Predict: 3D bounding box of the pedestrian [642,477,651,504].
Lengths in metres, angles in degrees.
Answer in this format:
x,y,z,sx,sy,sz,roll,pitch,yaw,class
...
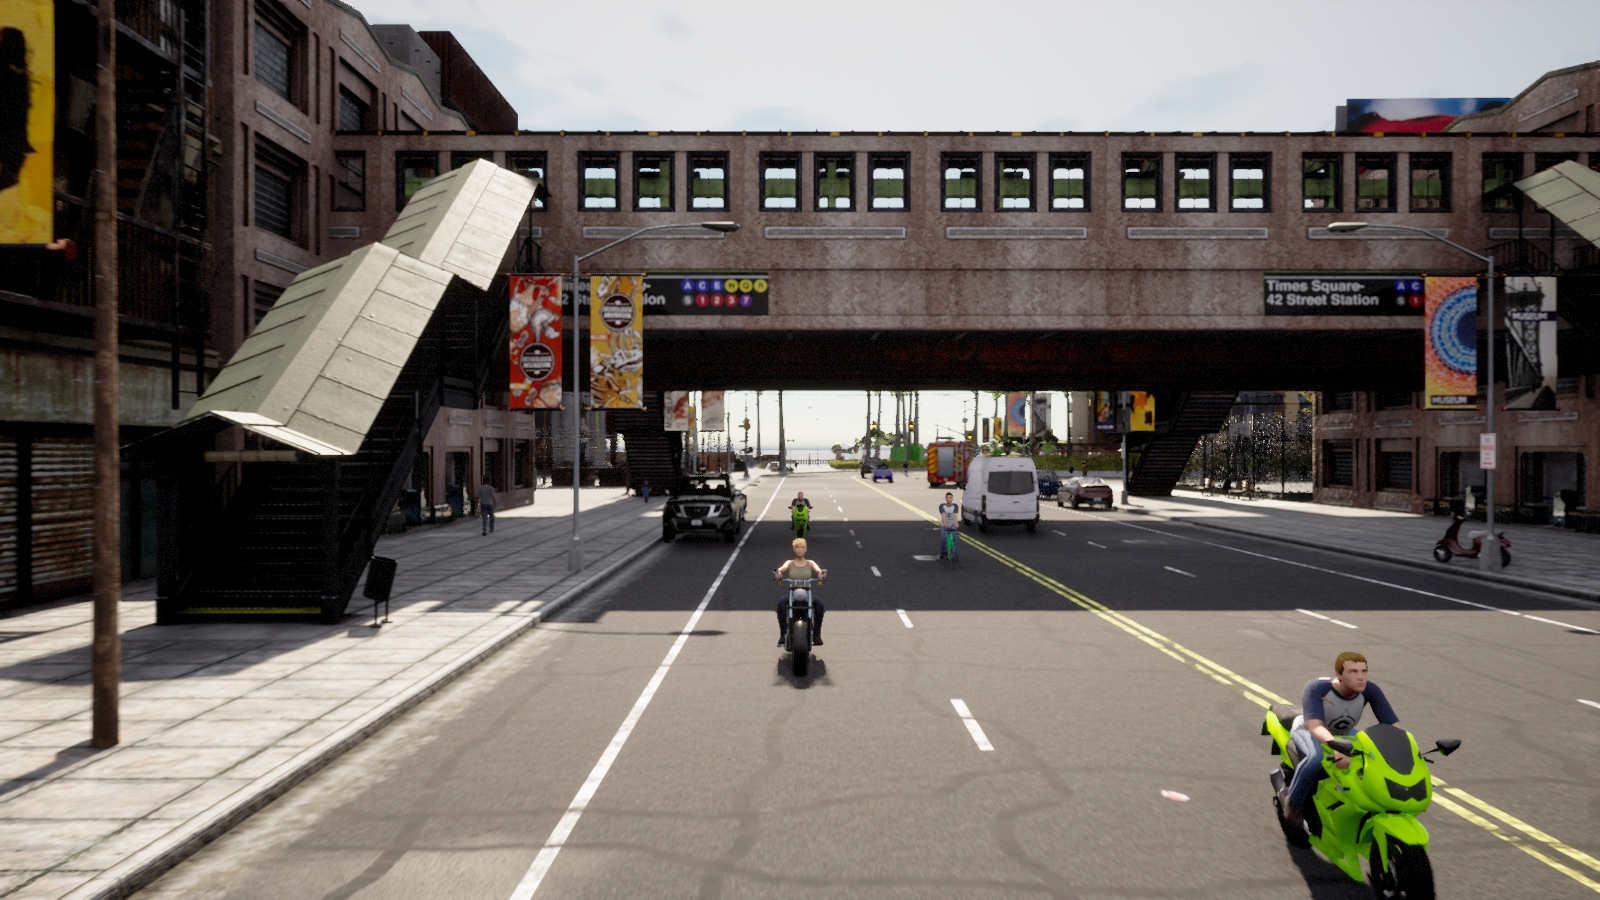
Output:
x,y,z,sx,sy,sz,roll,pitch,yaw,class
-7.505,1.976,55.792,0.375,1.300,0.375,0,0,6,pedestrian

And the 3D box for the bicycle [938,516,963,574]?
x,y,z,sx,sy,sz,roll,pitch,yaw,class
3.507,2.206,26.764,0.373,1.196,1.643,0,0,0,bicycle

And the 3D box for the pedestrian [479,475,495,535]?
x,y,z,sx,sy,sz,roll,pitch,yaw,class
-9.666,1.697,35.298,0.375,1.860,0.375,0,0,-1,pedestrian

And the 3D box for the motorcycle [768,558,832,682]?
x,y,z,sx,sy,sz,roll,pitch,yaw,class
0.000,2.170,15.001,0.764,1.277,2.356,0,0,0,motorcycle

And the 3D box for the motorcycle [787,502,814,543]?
x,y,z,sx,sy,sz,roll,pitch,yaw,class
0.016,2.213,35.143,0.803,1.145,2.033,0,0,0,motorcycle

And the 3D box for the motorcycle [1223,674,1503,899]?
x,y,z,sx,sy,sz,roll,pitch,yaw,class
3.501,2.213,7.356,0.803,1.145,2.033,0,0,0,motorcycle

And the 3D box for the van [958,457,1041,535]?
x,y,z,sx,sy,sz,roll,pitch,yaw,class
7.045,1.534,40.885,1.988,2.561,5.915,0,0,0,van
